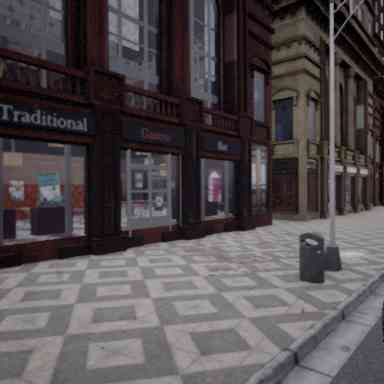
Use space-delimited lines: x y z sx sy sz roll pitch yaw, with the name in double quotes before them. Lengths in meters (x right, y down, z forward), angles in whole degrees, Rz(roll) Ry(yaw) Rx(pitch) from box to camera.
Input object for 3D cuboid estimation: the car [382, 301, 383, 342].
"car" 4.590 1.222 5.092 2.150 2.045 5.566 0 0 40
